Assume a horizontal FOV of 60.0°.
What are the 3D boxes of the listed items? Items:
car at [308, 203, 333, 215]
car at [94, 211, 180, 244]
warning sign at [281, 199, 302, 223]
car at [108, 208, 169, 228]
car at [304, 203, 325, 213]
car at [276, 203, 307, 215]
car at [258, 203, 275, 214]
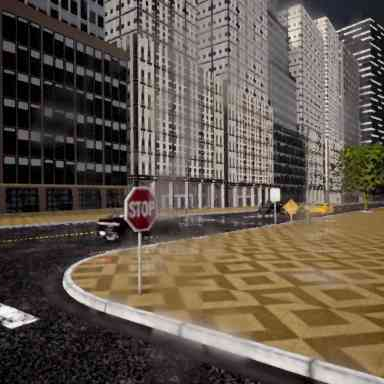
[{"bbox_3d":[17.230,2.202,43.917,1.882,1.535,5.008,-1,-1,36],"label":"car"},{"bbox_3d":[-2.576,1.672,16.854,2.128,1.511,4.902,-1,-1,36],"label":"car"},{"bbox_3d":[7.953,1.495,26.567,1.300,1.860,1.060,0,0,36],"label":"warning sign"},{"bbox_3d":[-4.080,1.957,26.145,1.895,1.301,4.718,-1,-1,36],"label":"car"},{"bbox_3d":[19.379,2.493,52.521,1.895,1.301,4.718,-1,-1,36],"label":"car"},{"bbox_3d":[13.332,2.229,44.186,1.837,1.490,4.892,-1,-1,37],"label":"car"},{"bbox_3d":[11.009,2.246,46.664,1.882,1.535,5.008,-1,-2,37],"label":"car"}]
